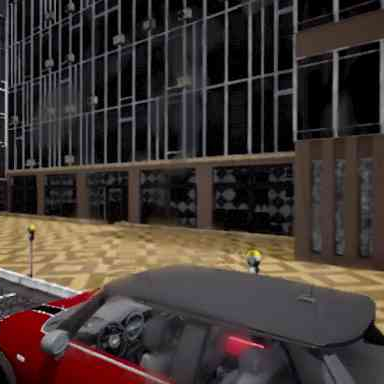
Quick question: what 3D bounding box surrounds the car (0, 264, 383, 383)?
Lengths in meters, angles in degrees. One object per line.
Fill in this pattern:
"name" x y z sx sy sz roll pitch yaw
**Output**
"car" -0.245 1.429 3.049 4.097 1.590 1.967 0 0 35
